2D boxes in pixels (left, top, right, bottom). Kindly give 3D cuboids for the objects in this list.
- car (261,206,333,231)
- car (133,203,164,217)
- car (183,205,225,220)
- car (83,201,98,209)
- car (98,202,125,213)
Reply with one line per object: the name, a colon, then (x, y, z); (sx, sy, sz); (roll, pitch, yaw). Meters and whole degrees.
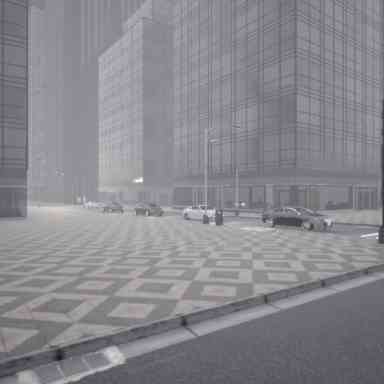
car: (6.784, 1.683, 21.902); (2.128, 1.511, 4.902); (0, -1, -35)
car: (-5.088, 2.007, 38.293); (1.837, 1.490, 4.892); (0, -1, -36)
car: (0.951, 1.870, 29.957); (1.812, 1.442, 4.674); (0, -1, -36)
car: (-19.159, 2.476, 63.118); (1.812, 1.442, 4.674); (0, -1, -36)
car: (-11.156, 2.169, 46.732); (1.837, 1.490, 4.892); (0, -1, -35)
